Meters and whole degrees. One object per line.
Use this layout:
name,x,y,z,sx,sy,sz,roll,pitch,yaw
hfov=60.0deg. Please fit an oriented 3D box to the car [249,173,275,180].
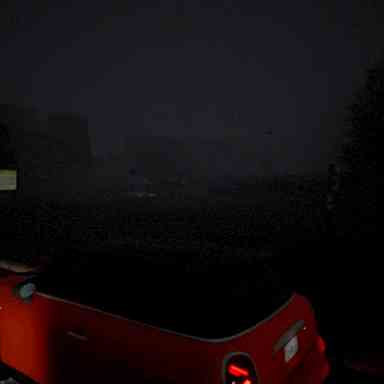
car,15.049,-3.317,71.145,5.008,1.535,2.097,2,5,31

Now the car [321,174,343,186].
car,20.904,-1.641,53.243,4.892,1.521,2.231,4,7,32

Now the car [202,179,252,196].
car,4.215,-0.365,40.540,5.008,1.535,2.097,4,7,33

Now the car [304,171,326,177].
car,31.064,-4.556,83.953,5.008,1.535,2.097,2,6,31

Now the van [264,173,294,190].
van,11.268,-1.142,46.004,4.442,1.987,1.878,4,7,33

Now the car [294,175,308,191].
car,13.729,-1.220,47.788,4.553,1.767,2.185,4,7,32

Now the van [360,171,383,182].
van,35.135,-2.979,64.313,4.442,1.987,1.878,4,7,31

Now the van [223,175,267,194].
van,6.701,-0.764,42.263,4.442,1.987,1.878,4,7,33

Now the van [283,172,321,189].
van,16.240,-1.494,49.517,4.442,1.987,1.878,4,7,32

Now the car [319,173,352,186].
car,23.299,-1.797,55.077,4.792,1.488,2.163,4,7,32

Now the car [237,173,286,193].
car,8.958,-0.980,44.143,5.566,2.045,2.435,4,7,33

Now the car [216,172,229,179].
car,3.651,-2.399,61.926,5.008,1.535,2.097,2,5,31

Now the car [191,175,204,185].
car,-0.939,-1.999,58.220,4.792,1.488,2.163,2,6,31

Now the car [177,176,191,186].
car,-3.173,-1.967,56.315,4.553,1.767,2.185,2,6,31

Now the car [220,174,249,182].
car,8.374,-2.763,65.520,5.366,1.575,1.946,2,5,31

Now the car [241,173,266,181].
car,12.798,-3.103,69.286,4.792,1.488,2.163,2,5,31

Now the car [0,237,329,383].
car,-0.873,1.352,4.094,4.553,1.767,2.097,0,0,36

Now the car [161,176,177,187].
car,-5.450,-1.627,54.473,4.792,1.488,2.163,2,5,31

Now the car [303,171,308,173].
car,24.214,-4.169,78.444,4.553,1.767,2.185,2,6,31

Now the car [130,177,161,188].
car,-7.758,-1.432,52.626,4.674,1.452,2.002,2,5,31

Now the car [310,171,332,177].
car,33.346,-4.714,85.786,5.008,1.535,2.097,2,5,31

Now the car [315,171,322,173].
car,28.789,-4.515,82.100,4.553,1.767,2.185,2,6,31

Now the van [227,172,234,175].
van,5.832,-2.811,63.812,4.442,1.987,1.878,2,6,31

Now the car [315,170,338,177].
car,35.487,-4.877,87.703,5.366,1.575,1.946,2,5,31

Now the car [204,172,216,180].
car,1.394,-2.337,60.033,4.553,1.767,2.185,2,6,31

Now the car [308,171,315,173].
car,26.481,-4.182,80.313,4.674,1.452,2.002,2,5,31

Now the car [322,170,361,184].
car,25.675,-2.262,56.896,5.566,2.045,2.435,4,7,32

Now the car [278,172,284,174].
car,17.339,-3.498,72.972,4.892,1.521,2.231,2,6,31

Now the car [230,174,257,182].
car,10.487,-2.950,67.465,5.008,1.535,2.097,2,5,31
